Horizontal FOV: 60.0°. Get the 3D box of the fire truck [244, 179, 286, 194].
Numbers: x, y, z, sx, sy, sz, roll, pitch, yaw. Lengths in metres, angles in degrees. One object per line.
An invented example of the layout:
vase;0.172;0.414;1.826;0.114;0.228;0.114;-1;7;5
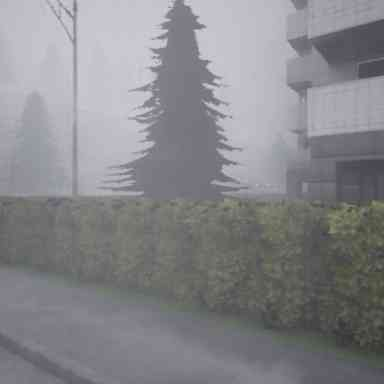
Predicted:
fire truck;8.360;0.371;41.013;8.468;3.827;2.891;0;0;-22
